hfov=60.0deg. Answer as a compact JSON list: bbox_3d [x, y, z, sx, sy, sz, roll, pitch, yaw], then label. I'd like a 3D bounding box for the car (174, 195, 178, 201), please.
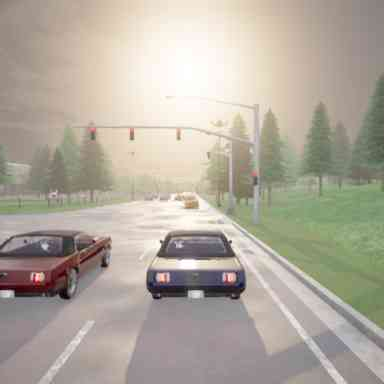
[{"bbox_3d":[-3.343,1.483,81.047,1.994,1.385,4.181,0,0,0],"label":"car"}]

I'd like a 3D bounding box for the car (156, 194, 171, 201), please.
[{"bbox_3d":[-6.844,1.470,80.637,2.033,1.411,5.357,0,0,0],"label":"car"}]

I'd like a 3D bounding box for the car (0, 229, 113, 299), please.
[{"bbox_3d":[-3.405,1.594,8.360,1.895,1.301,4.718,0,0,0],"label":"car"}]

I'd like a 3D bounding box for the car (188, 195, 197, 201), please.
[{"bbox_3d":[0.157,1.483,81.041,1.994,1.385,4.181,0,0,0],"label":"car"}]

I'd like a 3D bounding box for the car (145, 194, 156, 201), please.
[{"bbox_3d":[-10.344,1.470,80.644,2.033,1.411,5.357,0,0,0],"label":"car"}]

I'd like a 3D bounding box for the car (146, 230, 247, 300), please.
[{"bbox_3d":[0.095,1.594,8.336,1.895,1.301,4.718,0,0,0],"label":"car"}]

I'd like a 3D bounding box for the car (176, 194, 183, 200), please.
[{"bbox_3d":[-3.324,1.287,91.050,1.812,1.442,4.674,0,0,0],"label":"car"}]

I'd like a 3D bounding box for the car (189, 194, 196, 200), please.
[{"bbox_3d":[0.176,1.303,91.044,2.033,1.411,5.357,0,0,0],"label":"car"}]

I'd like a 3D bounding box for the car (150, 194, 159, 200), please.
[{"bbox_3d":[-10.324,1.263,91.064,1.837,1.490,4.892,0,0,0],"label":"car"}]

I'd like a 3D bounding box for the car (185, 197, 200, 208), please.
[{"bbox_3d":[0.097,1.553,50.001,2.033,1.411,5.357,0,2,0],"label":"car"}]

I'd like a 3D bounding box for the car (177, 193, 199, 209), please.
[{"bbox_3d":[-0.377,1.017,46.618,1.882,1.535,5.008,-10,17,-8],"label":"car"}]

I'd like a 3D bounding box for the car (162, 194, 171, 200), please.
[{"bbox_3d":[-6.824,1.303,91.057,2.033,1.411,5.357,0,0,0],"label":"car"}]
